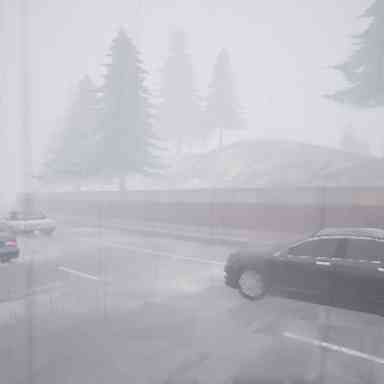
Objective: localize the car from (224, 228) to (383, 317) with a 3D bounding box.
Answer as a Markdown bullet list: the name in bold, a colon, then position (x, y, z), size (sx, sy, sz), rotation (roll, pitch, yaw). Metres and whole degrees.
- **car**: position (2.914, 1.470, 6.532), size (4.892, 1.490, 1.837), rotation (-1, 0, 39)

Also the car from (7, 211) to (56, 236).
- **car**: position (-9.119, 1.679, 17.910), size (1.895, 1.301, 4.718), rotation (-1, 0, -43)

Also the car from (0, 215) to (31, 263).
- **car**: position (-7.613, 1.613, 11.294), size (5.357, 1.411, 2.033), rotation (-1, 0, 45)
